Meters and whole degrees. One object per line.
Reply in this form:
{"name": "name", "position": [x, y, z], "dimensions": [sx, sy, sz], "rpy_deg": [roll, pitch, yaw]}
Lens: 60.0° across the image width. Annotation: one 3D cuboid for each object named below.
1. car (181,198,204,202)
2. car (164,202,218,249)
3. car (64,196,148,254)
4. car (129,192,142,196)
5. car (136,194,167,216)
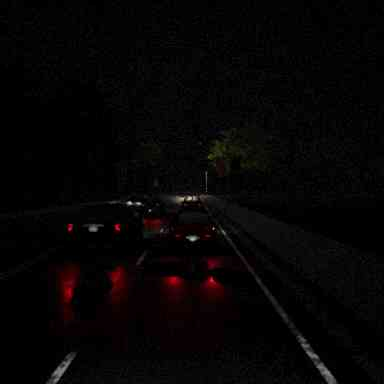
{"name": "car", "position": [0.041, 1.207, 28.088], "dimensions": [2.128, 1.511, 4.902], "rpy_deg": [0, 1, 0]}
{"name": "car", "position": [0.052, 1.384, 13.764], "dimensions": [1.812, 1.442, 4.674], "rpy_deg": [0, 1, 1]}
{"name": "car", "position": [-3.205, 1.218, 12.988], "dimensions": [2.097, 1.767, 4.553], "rpy_deg": [0, 1, 1]}
{"name": "car", "position": [-9.797, 0.784, 57.545], "dimensions": [2.097, 1.767, 4.553], "rpy_deg": [0, 1, 1]}
{"name": "car", "position": [-3.204, 1.206, 28.061], "dimensions": [2.128, 1.511, 4.902], "rpy_deg": [0, 1, 1]}
